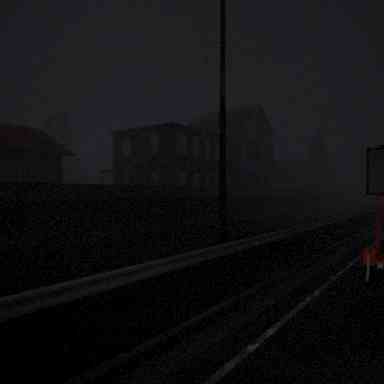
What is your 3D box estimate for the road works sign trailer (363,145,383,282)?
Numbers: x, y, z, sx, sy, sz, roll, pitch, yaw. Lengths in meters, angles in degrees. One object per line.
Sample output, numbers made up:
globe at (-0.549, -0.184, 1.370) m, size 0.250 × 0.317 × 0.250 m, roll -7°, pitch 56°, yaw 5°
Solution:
road works sign trailer at (6.071, 0.478, 8.941) m, size 2.380 × 3.560 × 2.880 m, roll 0°, pitch 0°, yaw 36°
